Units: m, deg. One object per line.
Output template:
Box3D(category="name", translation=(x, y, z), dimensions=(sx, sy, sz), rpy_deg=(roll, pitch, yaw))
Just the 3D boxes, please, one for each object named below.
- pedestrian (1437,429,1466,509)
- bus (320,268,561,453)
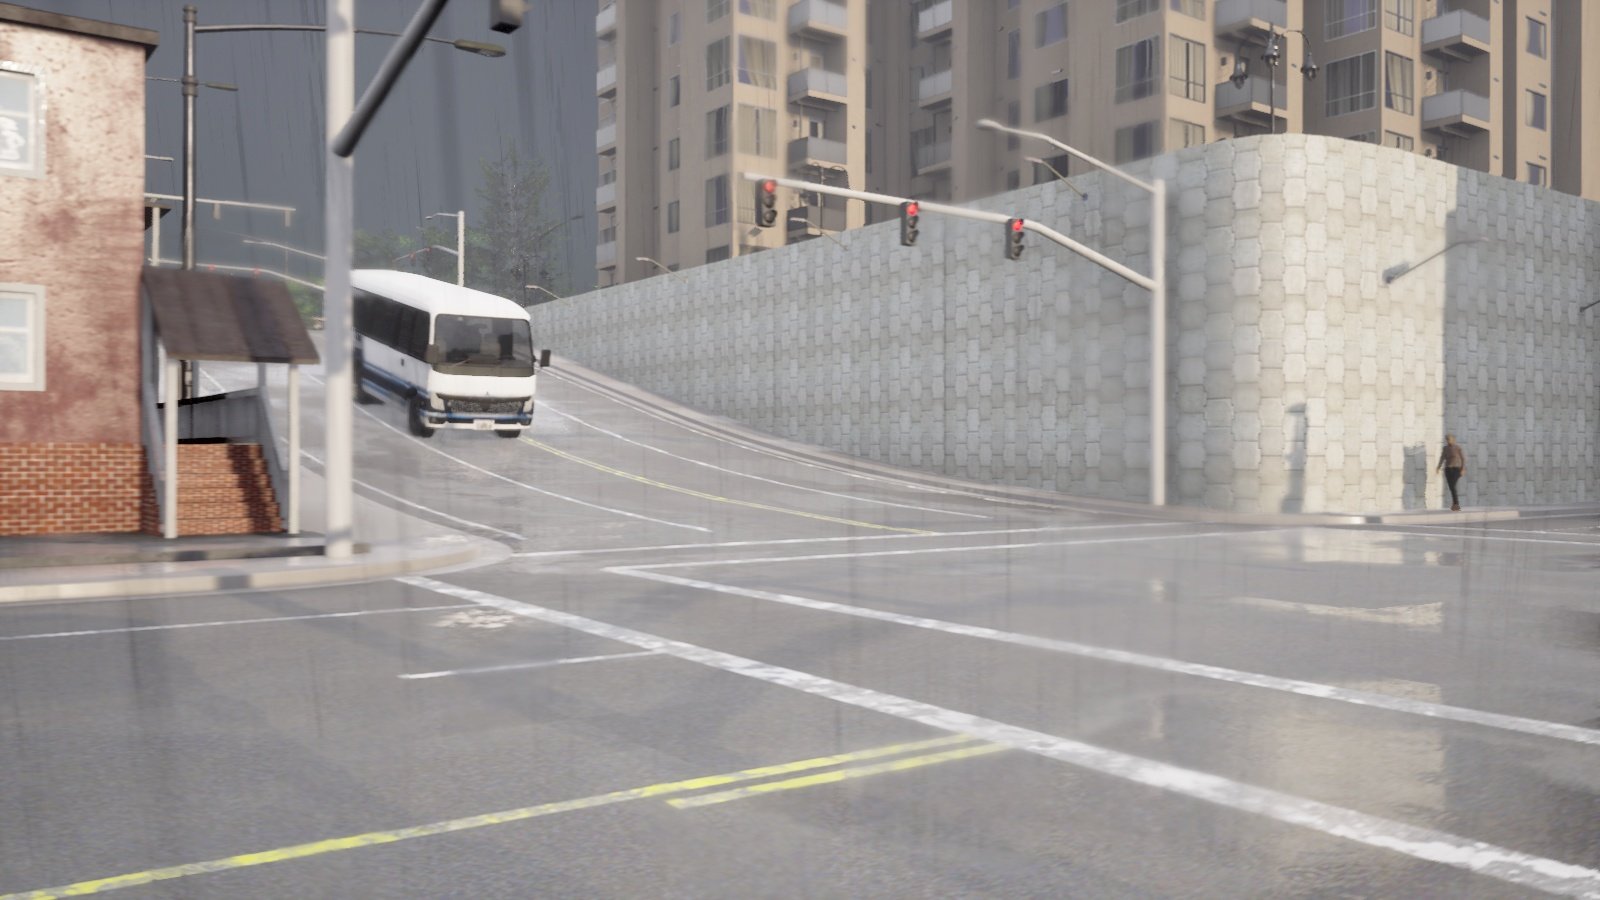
Box3D(category="pedestrian", translation=(15.144, 0.439, 29.205), dimensions=(0.634, 1.846, 0.331), rpy_deg=(0, 0, -34))
Box3D(category="bus", translation=(-11.618, -3.007, 39.455), dimensions=(3.944, 4.253, 10.273), rpy_deg=(0, 11, -35))
